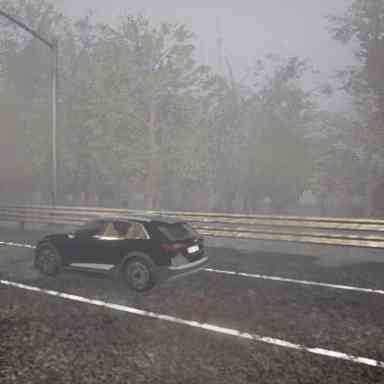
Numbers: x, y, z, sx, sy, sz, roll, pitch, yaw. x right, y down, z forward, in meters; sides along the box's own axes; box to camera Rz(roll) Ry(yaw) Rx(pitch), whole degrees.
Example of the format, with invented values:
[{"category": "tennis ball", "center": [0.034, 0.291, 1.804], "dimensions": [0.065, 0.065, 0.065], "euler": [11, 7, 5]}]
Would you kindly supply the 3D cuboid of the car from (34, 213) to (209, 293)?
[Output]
[{"category": "car", "center": [-1.943, 1.366, 8.658], "dimensions": [4.856, 1.649, 2.033], "euler": [0, 0, 28]}]
